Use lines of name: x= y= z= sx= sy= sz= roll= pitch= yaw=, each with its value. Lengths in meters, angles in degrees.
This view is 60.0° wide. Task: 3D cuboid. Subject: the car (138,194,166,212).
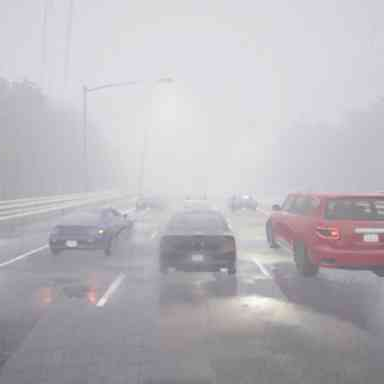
car: x=-3.147 y=0.809 z=26.382 sx=1.895 sy=1.301 sz=4.718 roll=0 pitch=2 yaw=1

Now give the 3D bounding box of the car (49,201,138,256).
car: x=-3.299 y=1.191 z=11.525 sx=1.812 sy=1.442 sz=4.674 roll=0 pitch=2 yaw=1

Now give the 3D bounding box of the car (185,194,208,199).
car: x=0.354 y=0.814 z=26.309 sx=1.895 sy=1.301 sz=4.718 roll=0 pitch=2 yaw=1

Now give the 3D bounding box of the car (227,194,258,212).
car: x=3.851 y=0.819 z=26.257 sx=1.895 sy=1.301 sz=4.718 roll=0 pitch=2 yaw=1

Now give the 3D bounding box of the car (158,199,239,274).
car: x=0.171 y=1.199 z=9.680 sx=1.882 sy=1.535 sz=5.008 roll=0 pitch=2 yaw=1

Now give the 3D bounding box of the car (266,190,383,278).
car: x=3.672 y=0.953 z=9.435 sx=2.150 sy=2.045 sz=5.566 roll=0 pitch=2 yaw=1
